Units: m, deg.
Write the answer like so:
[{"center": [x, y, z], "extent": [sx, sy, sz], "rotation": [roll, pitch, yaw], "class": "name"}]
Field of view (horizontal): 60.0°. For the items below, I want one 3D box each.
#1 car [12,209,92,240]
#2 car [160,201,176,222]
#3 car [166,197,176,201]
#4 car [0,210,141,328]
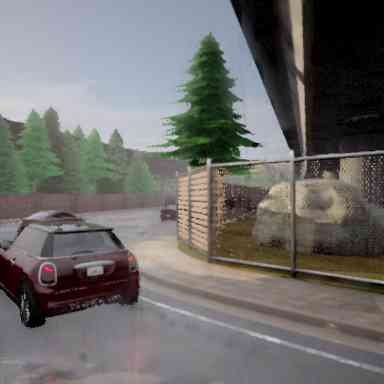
[{"center": [-7.937, 1.776, 19.412], "extent": [1.812, 1.442, 4.674], "rotation": [-1, -1, 15], "class": "car"}, {"center": [-1.179, 1.803, 29.327], "extent": [1.882, 1.535, 5.008], "rotation": [0, -1, 18], "class": "car"}, {"center": [-1.541, 1.662, 39.673], "extent": [2.150, 2.045, 5.566], "rotation": [0, -1, 18], "class": "car"}, {"center": [-3.067, 1.450, 7.566], "extent": [2.097, 1.767, 4.553], "rotation": [1, -1, -39], "class": "car"}]
